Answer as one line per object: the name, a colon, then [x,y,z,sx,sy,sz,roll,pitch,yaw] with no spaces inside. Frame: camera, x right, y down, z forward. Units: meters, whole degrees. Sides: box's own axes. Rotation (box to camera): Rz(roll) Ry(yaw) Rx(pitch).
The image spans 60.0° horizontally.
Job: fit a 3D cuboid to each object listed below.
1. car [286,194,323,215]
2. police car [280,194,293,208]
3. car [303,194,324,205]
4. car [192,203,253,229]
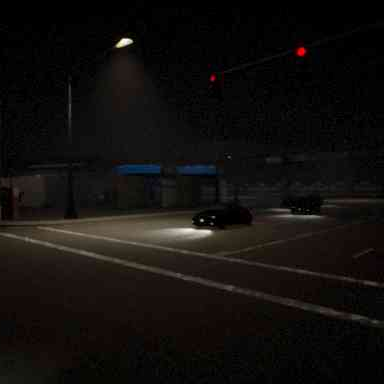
car: [10.447,1.197,30.327,1.837,1.490,4.892,0,1,33]
police car: [11.763,1.033,39.998,1.930,1.638,5.238,0,0,20]
car: [17.297,1.025,47.500,1.882,1.535,5.008,0,0,8]
car: [1.900,1.395,20.245,1.994,1.385,4.181,0,1,43]
